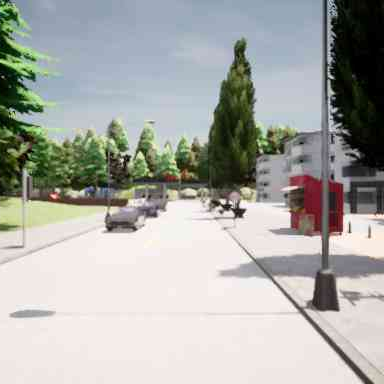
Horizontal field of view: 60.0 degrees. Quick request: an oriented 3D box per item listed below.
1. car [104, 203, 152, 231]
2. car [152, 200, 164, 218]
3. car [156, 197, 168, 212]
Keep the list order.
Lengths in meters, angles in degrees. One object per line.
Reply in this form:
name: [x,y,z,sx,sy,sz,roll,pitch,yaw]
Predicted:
car: [-4.100,1.638,21.470,2.033,1.411,5.357,0,0,0]
car: [-4.086,1.696,31.407,1.994,1.385,4.181,0,0,0]
car: [-4.040,1.679,41.399,1.837,1.490,4.892,0,0,1]
